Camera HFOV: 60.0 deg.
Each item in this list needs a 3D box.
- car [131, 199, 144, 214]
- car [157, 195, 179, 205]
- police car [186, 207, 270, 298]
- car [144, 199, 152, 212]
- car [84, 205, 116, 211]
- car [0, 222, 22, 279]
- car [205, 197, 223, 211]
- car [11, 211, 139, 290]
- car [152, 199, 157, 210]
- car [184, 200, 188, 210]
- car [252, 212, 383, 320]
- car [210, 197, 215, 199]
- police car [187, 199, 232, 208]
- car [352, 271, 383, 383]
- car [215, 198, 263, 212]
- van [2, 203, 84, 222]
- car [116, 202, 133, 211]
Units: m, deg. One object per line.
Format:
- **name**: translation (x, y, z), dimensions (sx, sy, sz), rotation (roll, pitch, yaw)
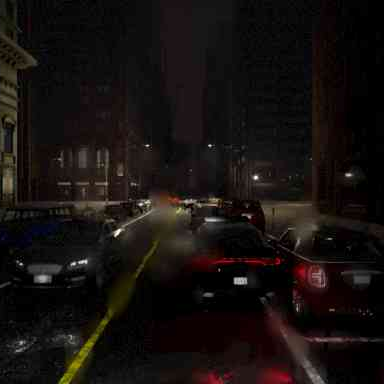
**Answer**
- **car**: translation (-5.814, 1.575, 29.846), dimensions (1.947, 1.339, 4.313), rotation (0, 0, 0)
- **car**: translation (-4.537, 1.402, 60.109), dimensions (4.553, 1.767, 2.097), rotation (0, 0, 38)
- **police car**: translation (0.886, 1.426, 8.679), dimensions (1.930, 1.638, 5.238), rotation (0, 0, 0)
- **car**: translation (-5.823, 1.580, 35.483), dimensions (1.947, 1.339, 4.313), rotation (0, 0, 0)
- **car**: translation (-5.796, 1.528, 18.403), dimensions (1.752, 1.417, 4.829), rotation (0, 0, 0)
- **car**: translation (-5.778, 1.582, 7.300), dimensions (1.802, 1.307, 4.206), rotation (0, 0, 0)
- **car**: translation (2.693, 1.458, 41.134), dimensions (1.967, 1.590, 4.097), rotation (0, 0, 0)
- **car**: translation (-3.015, 1.492, 9.167), dimensions (2.128, 1.511, 4.902), rotation (0, 0, 0)
- **car**: translation (-5.832, 1.569, 41.119), dimensions (2.008, 1.369, 4.403), rotation (0, 0, 0)
- **car**: translation (-0.068, 1.621, 42.972), dimensions (1.895, 1.301, 4.718), rotation (0, 0, 0)
- **car**: translation (2.747, 1.440, 7.318), dimensions (1.967, 1.590, 4.097), rotation (0, 0, 0)
- **car**: translation (2.719, 1.321, 24.226), dimensions (2.192, 1.841, 5.009), rotation (0, 0, 0)
- **police car**: translation (0.838, 1.429, 18.679), dimensions (1.930, 1.638, 5.238), rotation (0, 0, 0)
- **car**: translation (2.756, 1.582, 1.682), dimensions (1.802, 1.307, 4.206), rotation (0, 0, 0)
- **car**: translation (2.728, 1.318, 18.590), dimensions (2.192, 1.841, 5.009), rotation (0, 0, 0)
- **van**: translation (-5.788, 1.342, 12.937), dimensions (1.690, 1.788, 3.998), rotation (0, 0, 0)
- **car**: translation (-5.804, 1.588, 24.210), dimensions (1.802, 1.307, 4.206), rotation (0, 0, 0)
